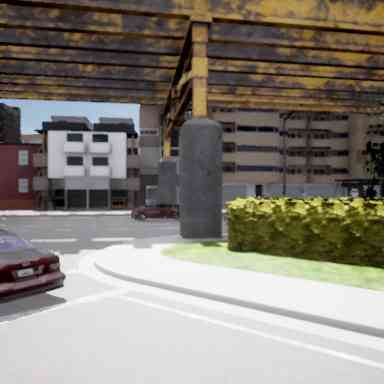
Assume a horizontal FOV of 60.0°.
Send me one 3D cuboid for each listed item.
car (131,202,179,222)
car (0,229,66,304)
[{"bbox_3d":[-2.397,1.523,25.933,4.674,1.442,1.812,0,0,-9],"label":"car"},{"bbox_3d":[-5.138,1.546,7.652,5.357,1.411,2.033,0,0,36],"label":"car"}]
